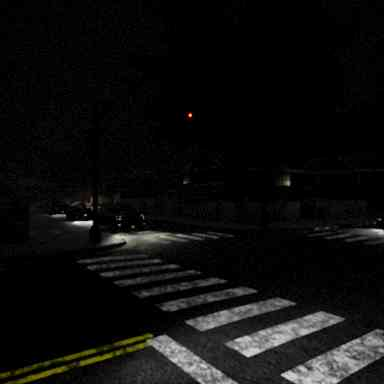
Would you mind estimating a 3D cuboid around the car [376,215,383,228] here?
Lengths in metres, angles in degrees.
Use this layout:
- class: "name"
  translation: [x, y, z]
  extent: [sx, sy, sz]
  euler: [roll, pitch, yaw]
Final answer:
- class: "car"
  translation: [14.277, 1.651, 21.871]
  extent: [5.357, 1.411, 2.033]
  euler: [0, 0, -36]

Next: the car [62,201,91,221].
- class: "car"
  translation: [-10.237, 1.853, 30.499]
  extent: [1.994, 1.385, 4.181]
  euler: [0, -1, -31]

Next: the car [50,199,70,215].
- class: "car"
  translation: [-15.891, 1.918, 40.052]
  extent: [2.033, 1.411, 5.357]
  euler: [0, -1, -29]

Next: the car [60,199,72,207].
- class: "car"
  translation: [-24.030, 2.105, 63.388]
  extent: [1.812, 1.442, 4.674]
  euler: [0, -1, -23]

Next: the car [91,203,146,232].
- class: "car"
  translation: [-4.846, 1.569, 22.183]
  extent: [2.097, 1.767, 4.553]
  euler: [0, -1, -34]
